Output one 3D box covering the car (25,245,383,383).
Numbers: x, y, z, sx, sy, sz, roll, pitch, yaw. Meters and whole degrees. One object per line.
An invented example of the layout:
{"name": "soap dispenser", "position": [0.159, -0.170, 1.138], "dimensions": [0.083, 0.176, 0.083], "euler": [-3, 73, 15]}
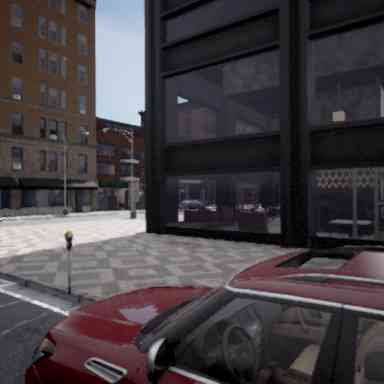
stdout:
{"name": "car", "position": [1.011, 1.314, 2.139], "dimensions": [5.009, 1.841, 2.192], "euler": [0, 0, 35]}
